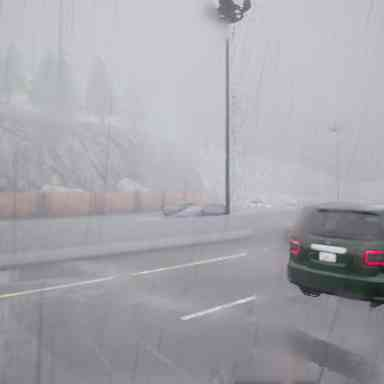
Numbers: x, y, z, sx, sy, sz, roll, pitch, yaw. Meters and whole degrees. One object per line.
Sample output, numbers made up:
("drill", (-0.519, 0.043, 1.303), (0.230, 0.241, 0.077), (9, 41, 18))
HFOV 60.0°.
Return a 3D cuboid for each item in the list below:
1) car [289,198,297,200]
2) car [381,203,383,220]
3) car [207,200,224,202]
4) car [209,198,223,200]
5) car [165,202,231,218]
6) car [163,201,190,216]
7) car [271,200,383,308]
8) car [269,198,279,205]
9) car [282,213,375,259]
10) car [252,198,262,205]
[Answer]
("car", (18.182, 1.851, 59.939), (1.812, 1.442, 4.674), (0, 0, 16))
("car", (18.374, 1.759, 30.433), (1.895, 1.301, 4.718), (0, 0, 30))
("car", (1.949, 1.740, 31.127), (1.994, 1.385, 4.181), (0, 0, 35))
("car", (3.283, 1.620, 47.683), (2.097, 1.767, 4.553), (0, 0, 22))
("car", (0.529, 1.661, 23.789), (1.812, 1.442, 4.674), (0, 0, 41))
("car", (-0.906, 1.694, 33.098), (1.837, 1.490, 4.892), (0, 0, 35))
("car", (4.433, 1.263, 7.710), (5.566, 2.045, 2.150), (0, 0, -41))
("car", (16.965, 1.900, 68.652), (2.128, 1.511, 4.902), (0, 0, 15))
("car", (5.821, 1.676, 13.821), (4.718, 1.301, 1.895), (0, 0, -45))
("car", (13.919, 1.939, 70.781), (1.994, 1.385, 4.181), (0, 0, 15))
